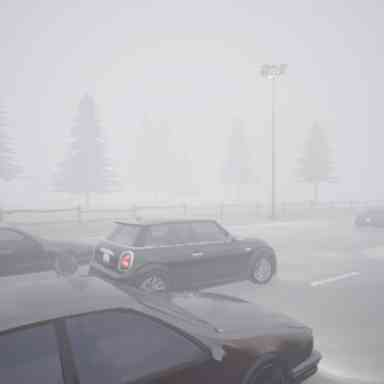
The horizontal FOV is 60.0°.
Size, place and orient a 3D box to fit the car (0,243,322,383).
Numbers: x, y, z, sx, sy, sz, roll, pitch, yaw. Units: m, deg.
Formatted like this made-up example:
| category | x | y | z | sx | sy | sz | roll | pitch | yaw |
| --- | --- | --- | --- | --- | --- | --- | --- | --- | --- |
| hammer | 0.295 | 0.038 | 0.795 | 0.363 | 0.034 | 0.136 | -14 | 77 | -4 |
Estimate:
| category | x | y | z | sx | sy | sz | roll | pitch | yaw |
| --- | --- | --- | --- | --- | --- | --- | --- | --- | --- |
| car | -1.150 | 1.548 | 2.925 | 5.357 | 1.411 | 2.033 | 0 | 0 | -36 |

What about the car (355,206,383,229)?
| category | x | y | z | sx | sy | sz | roll | pitch | yaw |
| --- | --- | --- | --- | --- | --- | --- | --- | --- | --- |
| car | 12.139 | 1.603 | 21.006 | 4.181 | 1.385 | 1.994 | 0 | 0 | -36 |

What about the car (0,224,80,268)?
| category | x | y | z | sx | sy | sz | roll | pitch | yaw |
| --- | --- | --- | --- | --- | --- | --- | --- | --- | --- |
| car | -5.204 | 1.548 | 8.632 | 5.357 | 1.411 | 2.033 | 0 | 0 | -36 |

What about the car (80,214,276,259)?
| category | x | y | z | sx | sy | sz | roll | pitch | yaw |
| --- | --- | --- | --- | --- | --- | --- | --- | --- | --- |
| car | -0.017 | 1.360 | 8.034 | 4.553 | 1.767 | 2.097 | 0 | 0 | -36 |
